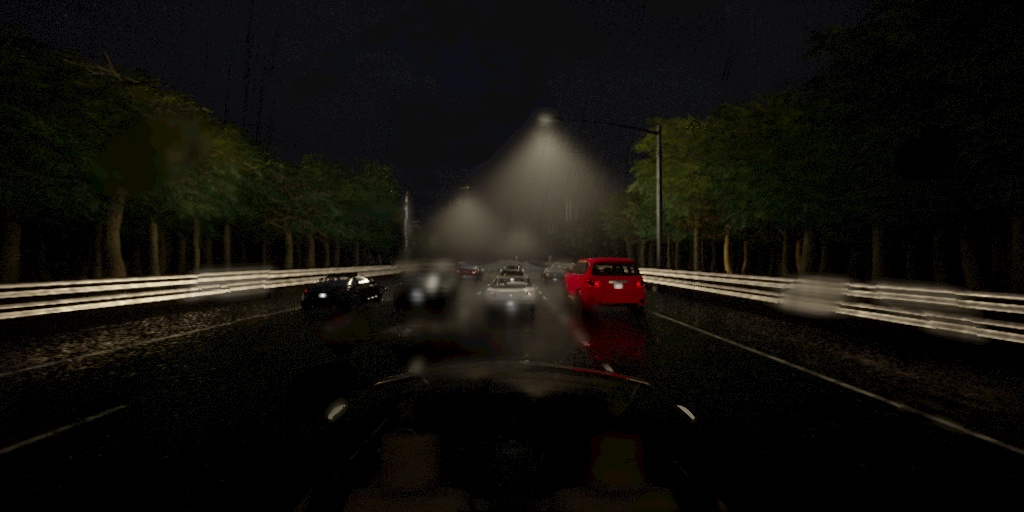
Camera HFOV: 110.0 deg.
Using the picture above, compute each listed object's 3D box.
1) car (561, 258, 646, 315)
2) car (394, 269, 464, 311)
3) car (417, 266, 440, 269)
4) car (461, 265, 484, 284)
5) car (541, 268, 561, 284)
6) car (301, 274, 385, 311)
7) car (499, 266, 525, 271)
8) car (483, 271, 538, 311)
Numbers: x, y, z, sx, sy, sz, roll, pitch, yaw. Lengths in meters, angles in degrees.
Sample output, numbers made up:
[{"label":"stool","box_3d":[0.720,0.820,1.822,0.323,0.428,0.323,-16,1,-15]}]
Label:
[{"label":"car","box_3d":[3.511,1.099,14.436,2.150,2.045,5.566,0,0,0]},{"label":"car","box_3d":[-3.476,1.448,15.320,1.994,1.385,4.181,0,0,1]},{"label":"car","box_3d":[-6.975,1.542,30.358,1.837,1.490,4.892,0,0,1]},{"label":"car","box_3d":[-3.475,1.528,30.370,2.128,1.511,4.902,0,0,1]},{"label":"car","box_3d":[3.521,1.633,30.118,1.895,1.301,4.718,0,-1,0]},{"label":"car","box_3d":[-6.977,1.448,15.259,1.994,1.385,4.181,0,0,1]},{"label":"car","box_3d":[0.025,1.542,30.356,1.837,1.490,4.892,0,0,1]},{"label":"car","box_3d":[0.020,1.482,15.112,1.895,1.301,4.718,0,-1,1]}]
